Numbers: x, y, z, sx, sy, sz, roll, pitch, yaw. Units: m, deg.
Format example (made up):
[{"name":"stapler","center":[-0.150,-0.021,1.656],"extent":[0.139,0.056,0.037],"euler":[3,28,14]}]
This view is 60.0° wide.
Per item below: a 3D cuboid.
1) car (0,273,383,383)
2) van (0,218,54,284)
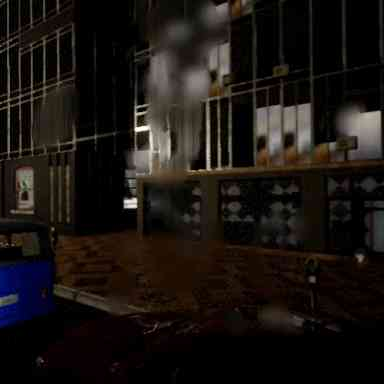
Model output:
[{"name":"car","center":[0.413,1.575,2.597],"extent":[4.206,1.307,1.802],"euler":[0,-1,36]},{"name":"van","center":[-4.121,1.300,5.841],"extent":[3.998,1.788,1.690],"euler":[0,-1,36]}]
